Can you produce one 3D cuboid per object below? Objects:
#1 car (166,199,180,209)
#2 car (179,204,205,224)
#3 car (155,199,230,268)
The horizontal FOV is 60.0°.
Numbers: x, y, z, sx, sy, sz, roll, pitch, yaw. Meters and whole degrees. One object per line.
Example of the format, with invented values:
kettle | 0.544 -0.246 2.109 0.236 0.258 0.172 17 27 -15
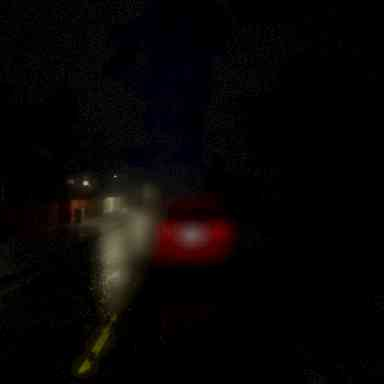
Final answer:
car | -2.797 1.748 49.952 1.812 1.442 4.674 0 -1 0
car | 0.042 1.720 27.076 1.895 1.301 4.718 0 0 1
car | 0.034 1.273 11.577 2.150 2.045 5.566 0 0 1
